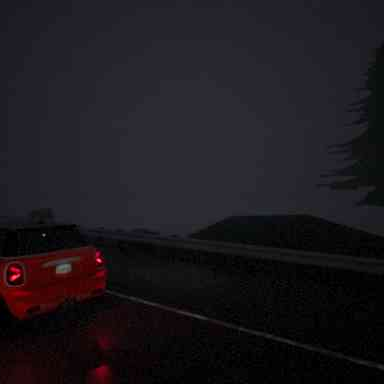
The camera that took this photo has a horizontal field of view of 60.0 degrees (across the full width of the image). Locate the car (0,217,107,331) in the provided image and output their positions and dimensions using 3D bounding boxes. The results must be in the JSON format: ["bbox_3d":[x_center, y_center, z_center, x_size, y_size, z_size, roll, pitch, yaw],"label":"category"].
[{"bbox_3d":[-3.900,1.334,6.994,4.553,1.767,2.097,0,0,37],"label":"car"}]
